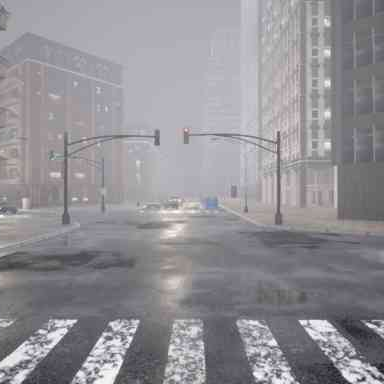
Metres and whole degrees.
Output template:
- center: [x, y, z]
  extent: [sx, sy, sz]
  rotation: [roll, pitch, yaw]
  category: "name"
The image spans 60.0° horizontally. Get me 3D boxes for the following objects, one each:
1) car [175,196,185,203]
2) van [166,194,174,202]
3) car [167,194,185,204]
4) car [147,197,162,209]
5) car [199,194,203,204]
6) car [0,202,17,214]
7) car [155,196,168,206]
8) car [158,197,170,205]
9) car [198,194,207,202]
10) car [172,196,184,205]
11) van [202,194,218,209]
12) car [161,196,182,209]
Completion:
- center: [-2.599, 1.669, 73.975]
  extent: [1.994, 1.385, 4.181]
  rotation: [0, 0, 0]
  category: "car"
- center: [-5.150, 1.474, 79.311]
  extent: [1.690, 1.788, 3.998]
  rotation: [0, 0, 0]
  category: "van"
- center: [-2.712, 1.415, 54.334]
  extent: [2.097, 1.767, 4.553]
  rotation: [0, 0, 0]
  category: "car"
- center: [-5.219, 1.570, 45.828]
  extent: [1.752, 1.417, 4.829]
  rotation: [0, 0, 0]
  category: "car"
- center: [2.707, 1.644, 68.191]
  extent: [1.887, 1.381, 4.507]
  rotation: [0, 0, 0]
  category: "car"
- center: [-21.071, 1.789, 36.702]
  extent: [4.718, 1.301, 1.895]
  rotation: [-1, -1, 41]
  category: "car"
- center: [-5.196, 1.510, 57.103]
  extent: [1.967, 1.590, 4.097]
  rotation: [0, 0, 0]
  category: "car"
- center: [-5.185, 1.650, 62.655]
  extent: [1.947, 1.339, 4.313]
  rotation: [0, 0, 0]
  category: "car"
- center: [2.739, 1.467, 84.850]
  extent: [2.192, 1.841, 5.009]
  rotation: [0, 0, 0]
  category: "car"
- center: [-2.666, 1.579, 64.093]
  extent: [2.128, 1.511, 4.902]
  rotation: [0, 0, 1]
  category: "car"
- center: [2.663, 1.386, 45.982]
  extent: [1.690, 1.788, 3.998]
  rotation: [0, 0, 0]
  category: "van"
- center: [-2.737, 1.644, 45.127]
  extent: [1.895, 1.301, 4.718]
  rotation: [0, 0, 0]
  category: "car"
